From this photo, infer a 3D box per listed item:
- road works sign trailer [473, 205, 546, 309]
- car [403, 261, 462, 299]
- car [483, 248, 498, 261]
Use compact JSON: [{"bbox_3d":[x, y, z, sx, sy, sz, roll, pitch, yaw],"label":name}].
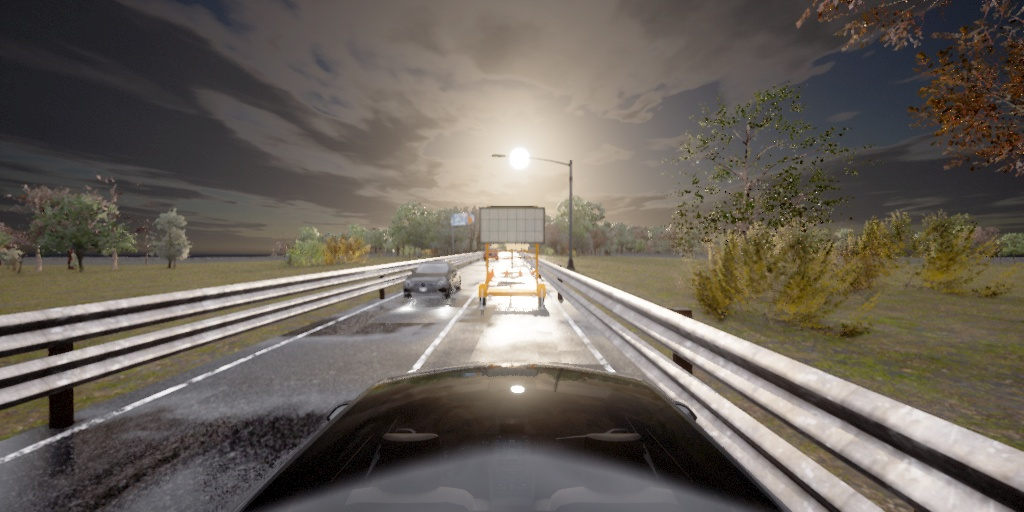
[{"bbox_3d":[0.008,-0.056,13.281,2.380,3.560,2.880,0,0,0],"label":"road works sign trailer"},{"bbox_3d":[-3.351,0.945,15.858,1.812,1.442,4.674,0,1,0],"label":"car"},{"bbox_3d":[-3.331,-0.322,57.074,2.150,2.045,5.566,0,1,0],"label":"car"}]
